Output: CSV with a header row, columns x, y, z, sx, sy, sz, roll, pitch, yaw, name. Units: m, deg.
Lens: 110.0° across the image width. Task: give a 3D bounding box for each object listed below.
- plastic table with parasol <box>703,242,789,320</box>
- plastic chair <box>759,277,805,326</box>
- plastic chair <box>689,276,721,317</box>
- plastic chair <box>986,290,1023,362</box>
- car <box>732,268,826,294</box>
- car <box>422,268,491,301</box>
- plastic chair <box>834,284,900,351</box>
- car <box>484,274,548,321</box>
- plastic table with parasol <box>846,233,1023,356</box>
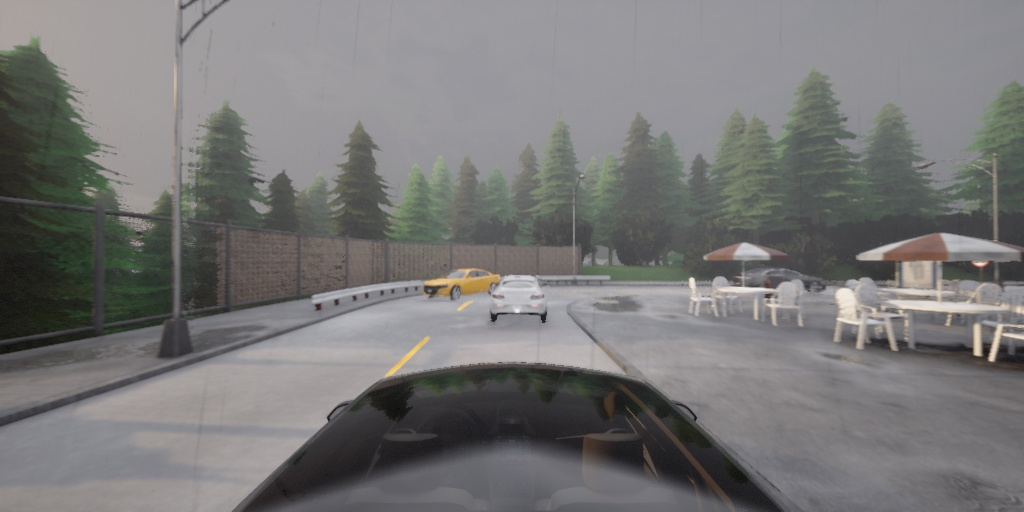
x,y,z,sx,sy,sz,roll,pitch,yaw,name
7.782,0.786,12.045,2.482,2.480,2.482,0,0,0,plastic table with parasol
8.002,1.375,10.635,0.750,1.272,0.730,0,0,10,plastic chair
6.512,1.369,12.254,0.730,1.272,0.750,0,0,10,plastic chair
9.254,1.329,6.306,0.750,1.272,0.730,0,0,10,plastic chair
15.846,1.452,21.348,4.902,1.511,2.128,0,-1,0,car
-2.601,1.417,19.254,1.882,1.535,5.008,-2,-1,33,car
7.763,1.346,7.925,0.730,1.272,0.750,0,0,10,plastic chair
0.319,1.396,12.922,1.812,1.442,4.674,0,-1,4,car
9.243,0.740,7.736,2.482,2.480,2.482,0,0,0,plastic table with parasol
